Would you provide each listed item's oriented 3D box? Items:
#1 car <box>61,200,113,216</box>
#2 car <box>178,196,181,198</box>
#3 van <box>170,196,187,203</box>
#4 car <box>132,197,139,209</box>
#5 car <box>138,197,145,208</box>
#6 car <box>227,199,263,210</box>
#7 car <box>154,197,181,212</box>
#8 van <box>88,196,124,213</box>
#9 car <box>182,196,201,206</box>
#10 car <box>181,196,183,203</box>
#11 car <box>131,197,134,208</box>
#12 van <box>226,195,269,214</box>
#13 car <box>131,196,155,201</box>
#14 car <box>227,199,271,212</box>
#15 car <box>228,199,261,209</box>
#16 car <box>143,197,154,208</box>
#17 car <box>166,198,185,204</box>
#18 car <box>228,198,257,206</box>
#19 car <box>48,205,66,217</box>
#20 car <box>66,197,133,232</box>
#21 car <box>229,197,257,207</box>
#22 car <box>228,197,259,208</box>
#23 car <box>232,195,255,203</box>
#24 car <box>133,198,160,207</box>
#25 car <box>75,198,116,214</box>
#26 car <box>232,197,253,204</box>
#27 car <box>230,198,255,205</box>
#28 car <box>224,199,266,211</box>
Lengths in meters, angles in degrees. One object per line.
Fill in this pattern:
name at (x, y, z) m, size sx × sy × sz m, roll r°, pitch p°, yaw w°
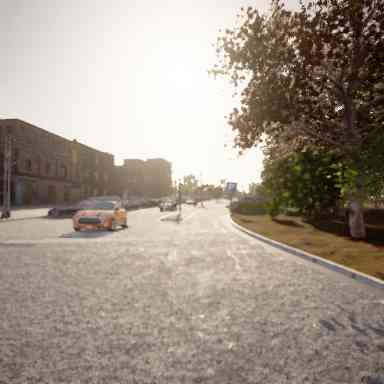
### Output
car at (-11.581, 1.762, 37.055) m, size 5.366 × 1.575 × 1.946 m, roll -1°, pitch -1°, yaw -16°
car at (-6.002, 2.265, 81.935) m, size 5.008 × 1.535 × 2.097 m, roll -1°, pitch -1°, yaw -11°
van at (-3.784, 2.160, 93.828) m, size 4.442 × 1.987 × 1.878 m, roll -1°, pitch -1°, yaw -10°
car at (-10.608, 1.944, 49.029) m, size 4.674 × 1.452 × 2.002 m, roll -1°, pitch -1°, yaw -14°
car at (-10.283, 1.978, 52.036) m, size 4.674 × 1.452 × 2.002 m, roll -1°, pitch -1°, yaw -14°
car at (7.756, 1.814, 48.763) m, size 4.674 × 1.452 × 2.002 m, roll 1°, pitch -1°, yaw -14°
car at (-3.212, 1.861, 44.971) m, size 2.128 × 1.511 × 4.902 m, roll -1°, pitch 0°, yaw 6°
van at (-11.116, 1.609, 43.058) m, size 4.442 × 1.987 × 1.878 m, roll -1°, pitch -1°, yaw -15°
car at (-0.085, 2.124, 69.892) m, size 2.033 × 1.411 × 5.357 m, roll -1°, pitch -1°, yaw 9°
car at (-5.660, 2.297, 84.864) m, size 5.366 × 1.575 × 1.946 m, roll -1°, pitch -1°, yaw -10°
car at (-10.934, 1.872, 46.029) m, size 4.892 × 1.521 × 2.231 m, roll -1°, pitch -1°, yaw -14°
van at (6.505, 1.421, 36.944) m, size 4.442 × 1.987 × 1.878 m, roll 1°, pitch 0°, yaw -15°
car at (-9.159, 1.786, 61.046) m, size 5.566 × 2.045 × 2.435 m, roll -1°, pitch -1°, yaw -13°
car at (7.332, 1.710, 42.918) m, size 5.366 × 1.575 × 1.946 m, roll 1°, pitch -1°, yaw -14°
car at (8.083, 1.845, 51.706) m, size 4.674 × 1.452 × 2.002 m, roll 1°, pitch -1°, yaw -13°
car at (-9.561, 2.044, 58.030) m, size 4.674 × 1.452 × 2.002 m, roll -1°, pitch -1°, yaw -13°
car at (-4.454, 2.388, 90.827) m, size 4.792 × 1.488 × 2.163 m, roll -1°, pitch -1°, yaw -10°
car at (9.572, 1.926, 63.457) m, size 5.008 × 1.535 × 2.097 m, roll 0°, pitch -1°, yaw -12°
car at (-12.179, 1.772, 34.053) m, size 4.792 × 1.488 × 2.163 m, roll -1°, pitch -1°, yaw -16°
car at (-5.168, 1.305, 19.320) m, size 2.097 × 1.767 × 4.553 m, roll 0°, pitch -2°, yaw 3°
car at (9.212, 1.771, 60.525) m, size 4.553 × 1.767 × 2.185 m, roll 0°, pitch 0°, yaw -12°
car at (8.404, 1.710, 54.643) m, size 4.553 × 1.767 × 2.185 m, roll 0°, pitch -1°, yaw -13°
car at (13.382, 1.914, 86.887) m, size 5.566 × 2.045 × 2.435 m, roll 0°, pitch -1°, yaw -10°
car at (-8.782, 2.071, 64.028) m, size 5.008 × 1.535 × 2.097 m, roll -1°, pitch -1°, yaw -12°
car at (-11.534, 1.677, 40.010) m, size 4.553 × 1.767 × 2.185 m, roll -1°, pitch -1°, yaw -15°
car at (11.803, 1.951, 78.095) m, size 4.553 × 1.767 × 2.185 m, roll 0°, pitch -1°, yaw -10°
car at (10.463, 2.017, 69.328) m, size 4.792 × 1.488 × 2.163 m, roll 0°, pitch -1°, yaw -11°
car at (7.270, 1.738, 45.768) m, size 5.366 × 1.575 × 1.946 m, roll 1°, pitch 0°, yaw -14°
